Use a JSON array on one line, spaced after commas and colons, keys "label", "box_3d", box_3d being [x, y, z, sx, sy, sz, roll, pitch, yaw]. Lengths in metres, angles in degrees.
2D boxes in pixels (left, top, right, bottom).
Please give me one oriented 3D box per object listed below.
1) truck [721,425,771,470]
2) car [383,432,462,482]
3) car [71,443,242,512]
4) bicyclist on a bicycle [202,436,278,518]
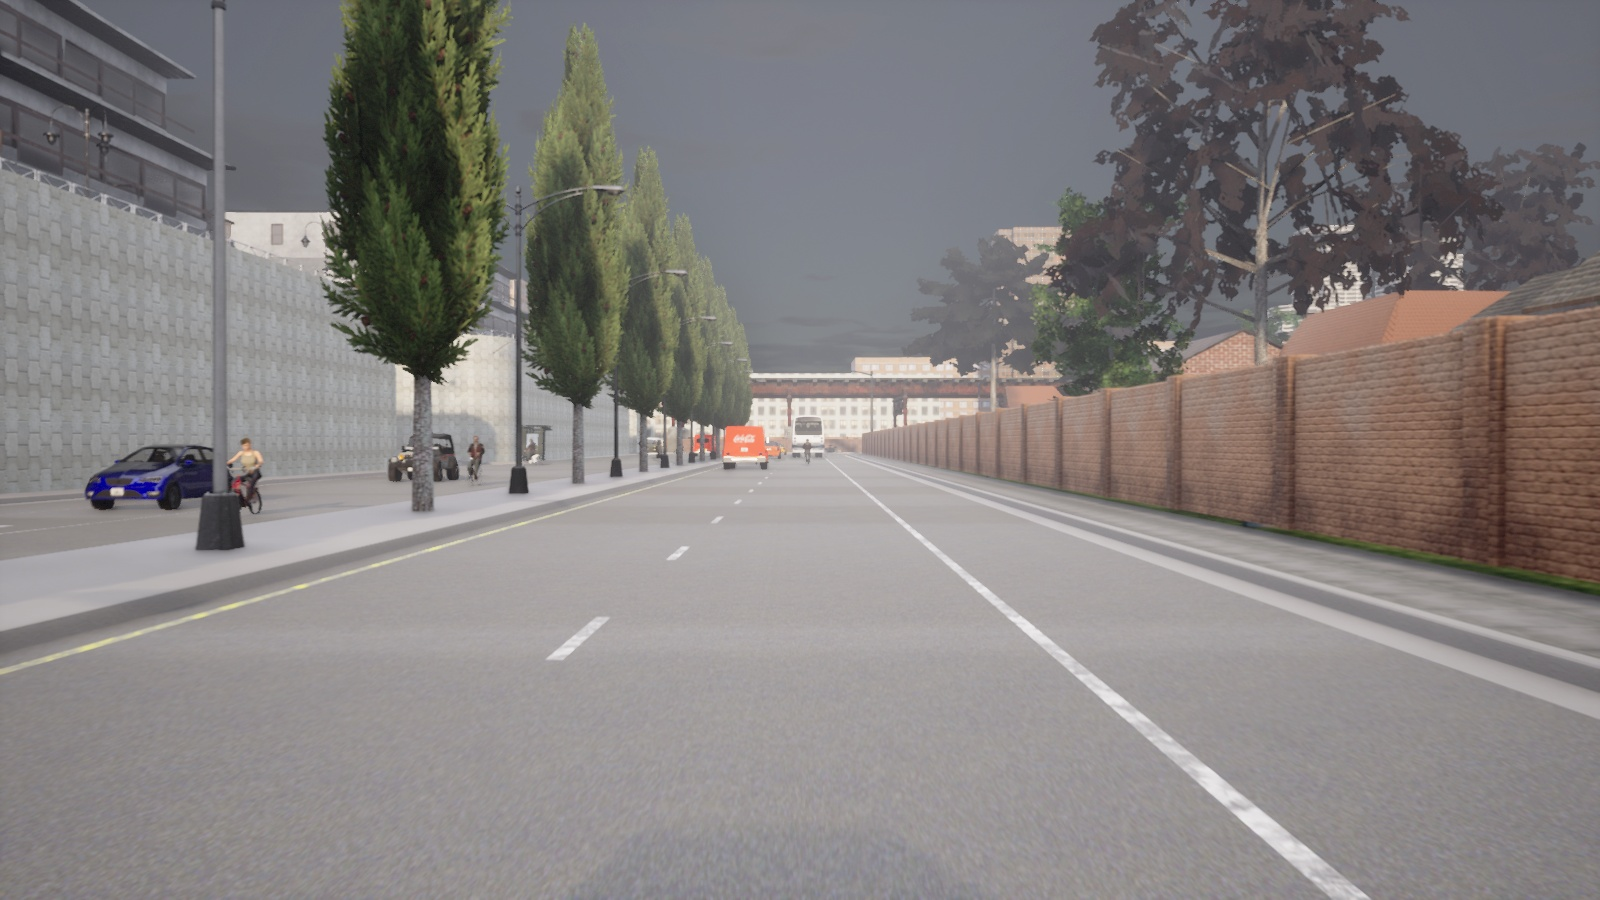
[{"label": "truck", "box_3d": [-3.075, -0.151, 72.437, 2.627, 2.467, 5.204, 0, 0, 0]}, {"label": "car", "box_3d": [-14.706, 0.253, 49.154, 1.905, 1.878, 3.866, 0, 0, 0]}, {"label": "car", "box_3d": [-14.819, 0.584, 29.196, 1.816, 1.474, 4.193, 0, 0, 0]}, {"label": "bicyclist on a bicycle", "box_3d": [-11.336, 0.530, 25.475, 0.866, 1.612, 1.509, 0, 0, 1]}]
